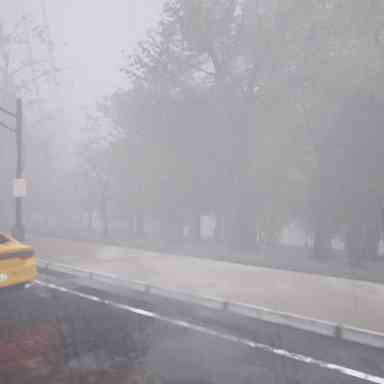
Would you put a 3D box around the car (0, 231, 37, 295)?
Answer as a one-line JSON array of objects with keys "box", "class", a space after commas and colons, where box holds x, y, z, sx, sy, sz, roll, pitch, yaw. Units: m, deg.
[{"box": [-5.617, 1.478, 7.694, 5.008, 1.535, 1.882, 0, 0, 35], "class": "car"}]
